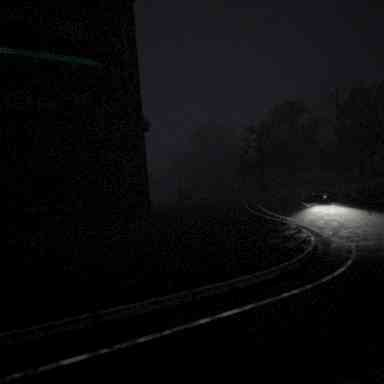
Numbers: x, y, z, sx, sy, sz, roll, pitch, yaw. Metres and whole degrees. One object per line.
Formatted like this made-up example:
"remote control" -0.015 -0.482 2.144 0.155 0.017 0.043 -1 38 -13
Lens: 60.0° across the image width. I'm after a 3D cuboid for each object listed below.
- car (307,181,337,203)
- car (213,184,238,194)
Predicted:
"car" 10.366 -0.098 26.764 2.128 1.511 4.902 -4 3 16
"car" 5.337 -0.473 53.782 1.837 1.490 4.892 -6 0 -32
